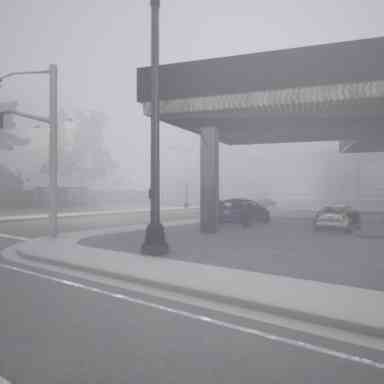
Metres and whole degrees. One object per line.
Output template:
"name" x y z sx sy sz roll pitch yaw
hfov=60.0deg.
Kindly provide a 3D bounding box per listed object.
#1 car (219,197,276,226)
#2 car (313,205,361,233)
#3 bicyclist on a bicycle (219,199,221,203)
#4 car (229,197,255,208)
"car" 3.411 1.291 22.040 2.242 1.667 4.611 0 0 37
"car" 8.486 1.454 19.241 1.970 1.475 3.806 0 0 37
"bicyclist on a bicycle" 2.531 1.381 29.694 0.582 1.620 1.656 0 -9 -36
"car" 7.509 1.496 49.829 1.837 1.490 4.892 0 0 36
